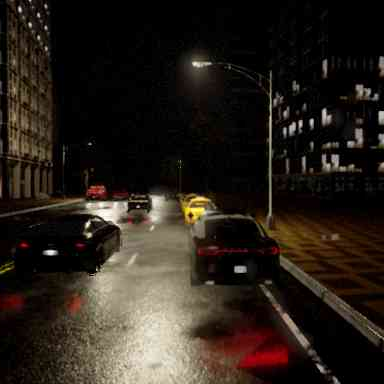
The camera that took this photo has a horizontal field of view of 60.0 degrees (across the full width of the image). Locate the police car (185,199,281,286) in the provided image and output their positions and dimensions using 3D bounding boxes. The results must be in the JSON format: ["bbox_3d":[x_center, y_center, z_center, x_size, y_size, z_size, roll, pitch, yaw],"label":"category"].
[{"bbox_3d":[0.861,1.219,8.960,1.930,1.638,5.238,0,1,-1],"label":"police car"}]

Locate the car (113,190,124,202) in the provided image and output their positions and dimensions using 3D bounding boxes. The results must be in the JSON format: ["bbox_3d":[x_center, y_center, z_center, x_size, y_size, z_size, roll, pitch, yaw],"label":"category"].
[{"bbox_3d":[-9.415,0.522,44.487,1.812,1.442,4.674,0,1,-7],"label":"car"}]

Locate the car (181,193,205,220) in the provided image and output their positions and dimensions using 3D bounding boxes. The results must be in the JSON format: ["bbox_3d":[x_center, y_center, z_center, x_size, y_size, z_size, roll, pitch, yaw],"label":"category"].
[{"bbox_3d":[0.457,1.018,19.190,1.801,1.575,5.366,0,1,-3],"label":"car"}]

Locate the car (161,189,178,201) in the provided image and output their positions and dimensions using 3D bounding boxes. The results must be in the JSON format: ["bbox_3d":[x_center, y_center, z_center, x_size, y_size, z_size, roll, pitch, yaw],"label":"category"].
[{"bbox_3d":[-2.808,0.520,45.585,2.033,1.411,5.357,0,1,-7],"label":"car"}]

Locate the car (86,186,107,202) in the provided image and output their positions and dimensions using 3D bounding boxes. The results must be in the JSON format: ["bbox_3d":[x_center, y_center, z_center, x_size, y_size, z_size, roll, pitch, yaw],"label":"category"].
[{"bbox_3d":[-12.691,0.216,44.564,2.150,2.045,5.566,0,1,-7],"label":"car"}]

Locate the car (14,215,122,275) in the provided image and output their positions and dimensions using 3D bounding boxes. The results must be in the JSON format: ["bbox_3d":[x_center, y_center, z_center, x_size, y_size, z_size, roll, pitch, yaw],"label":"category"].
[{"bbox_3d":[-3.333,1.339,9.730,1.994,1.385,4.181,0,1,-1],"label":"car"}]

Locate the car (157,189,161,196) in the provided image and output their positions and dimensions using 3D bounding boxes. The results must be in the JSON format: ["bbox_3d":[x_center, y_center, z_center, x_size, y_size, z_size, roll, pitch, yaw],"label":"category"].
[{"bbox_3d":[-5.605,0.089,64.263,1.812,1.442,4.674,0,1,-10],"label":"car"}]

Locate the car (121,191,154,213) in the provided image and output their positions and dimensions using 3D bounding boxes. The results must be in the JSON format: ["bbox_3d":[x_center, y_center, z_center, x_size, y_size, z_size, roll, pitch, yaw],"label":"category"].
[{"bbox_3d":[-4.279,0.861,27.741,2.128,1.511,4.902,0,1,-4],"label":"car"}]

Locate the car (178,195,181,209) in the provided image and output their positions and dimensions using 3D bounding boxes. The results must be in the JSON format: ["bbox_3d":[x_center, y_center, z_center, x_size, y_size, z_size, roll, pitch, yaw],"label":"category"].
[{"bbox_3d":[0.084,0.881,25.272,1.801,1.575,5.366,0,1,-4],"label":"car"}]
